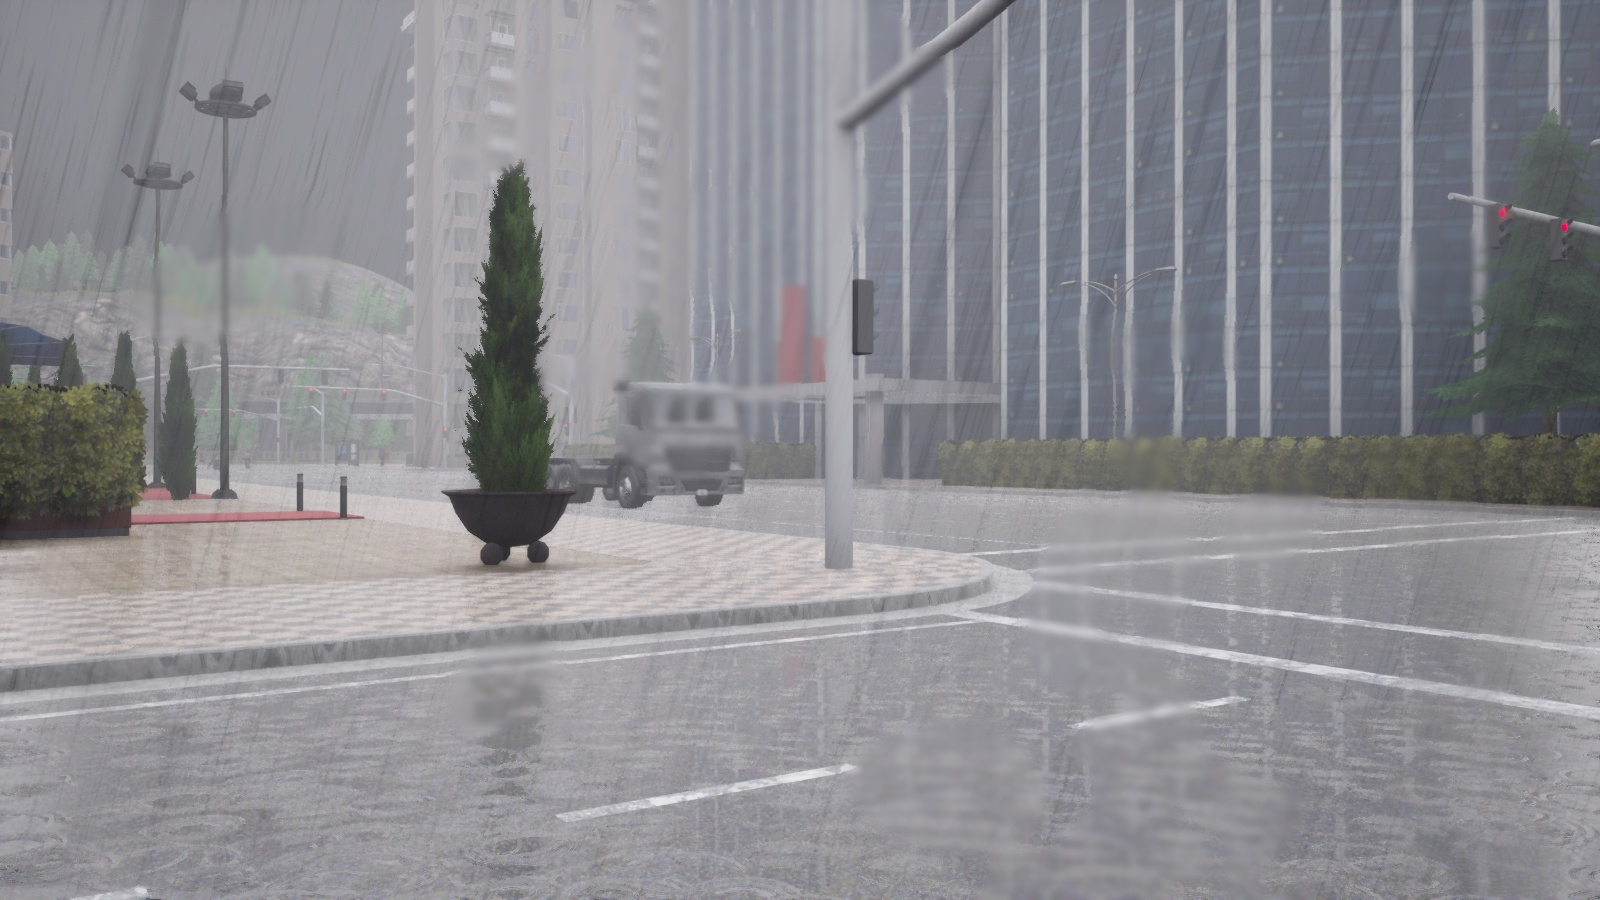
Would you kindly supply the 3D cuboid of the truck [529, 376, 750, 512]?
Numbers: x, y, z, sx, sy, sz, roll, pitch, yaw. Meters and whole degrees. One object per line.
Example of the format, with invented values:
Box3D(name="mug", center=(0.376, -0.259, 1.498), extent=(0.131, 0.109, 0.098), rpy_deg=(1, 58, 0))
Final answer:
Box3D(name="truck", center=(-4.811, -0.139, 35.957), extent=(2.891, 3.462, 7.936), rpy_deg=(0, 0, -35))
